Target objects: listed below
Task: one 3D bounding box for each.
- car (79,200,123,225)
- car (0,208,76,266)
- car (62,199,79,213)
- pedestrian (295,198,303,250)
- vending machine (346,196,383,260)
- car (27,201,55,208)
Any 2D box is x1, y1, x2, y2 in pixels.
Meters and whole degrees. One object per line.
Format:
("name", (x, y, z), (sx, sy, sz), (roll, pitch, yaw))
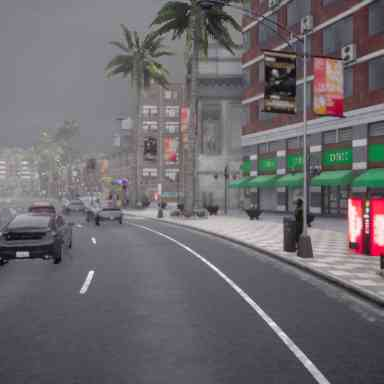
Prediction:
("car", (-6.386, 1.492, 23.845), (2.128, 1.511, 4.902), (0, 0, -28))
("car", (-5.338, 1.504, 11.655), (1.837, 1.490, 4.892), (1, 0, -15))
("car", (-12.145, 1.491, 34.049), (2.128, 1.511, 4.902), (0, 0, -28))
("pedestrian", (3.811, 1.141, 11.813), (0.375, 1.860, 0.375), (0, 0, -13))
("vending machine", (6.073, 1.195, 11.452), (1.100, 2.100, 0.880), (0, 0, -12))
("car", (-12.717, 1.477, 27.983), (1.882, 1.535, 5.008), (0, 0, -29))
